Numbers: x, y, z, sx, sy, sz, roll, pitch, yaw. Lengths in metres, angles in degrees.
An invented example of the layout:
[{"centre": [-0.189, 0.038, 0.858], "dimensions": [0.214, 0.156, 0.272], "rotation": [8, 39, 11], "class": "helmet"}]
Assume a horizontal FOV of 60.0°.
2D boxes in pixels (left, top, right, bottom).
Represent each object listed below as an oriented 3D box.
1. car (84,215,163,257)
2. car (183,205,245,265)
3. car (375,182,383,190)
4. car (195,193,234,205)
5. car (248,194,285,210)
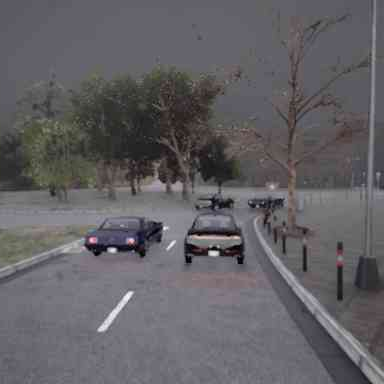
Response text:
[{"centre": [-2.358, 1.550, 12.891], "dimensions": [1.895, 1.301, 4.718], "rotation": [0, 1, 5], "class": "car"}, {"centre": [0.812, 1.473, 11.723], "dimensions": [2.128, 1.511, 4.902], "rotation": [0, 1, 5], "class": "car"}, {"centre": [36.831, -1.198, 62.680], "dimensions": [2.185, 1.767, 4.553], "rotation": [-1, 3, -14], "class": "car"}, {"centre": [2.051, 0.870, 29.250], "dimensions": [2.128, 1.511, 4.902], "rotation": [2, 3, 32], "class": "car"}, {"centre": [7.121, 0.879, 31.241], "dimensions": [1.895, 1.301, 4.718], "rotation": [2, 4, 36], "class": "car"}]
